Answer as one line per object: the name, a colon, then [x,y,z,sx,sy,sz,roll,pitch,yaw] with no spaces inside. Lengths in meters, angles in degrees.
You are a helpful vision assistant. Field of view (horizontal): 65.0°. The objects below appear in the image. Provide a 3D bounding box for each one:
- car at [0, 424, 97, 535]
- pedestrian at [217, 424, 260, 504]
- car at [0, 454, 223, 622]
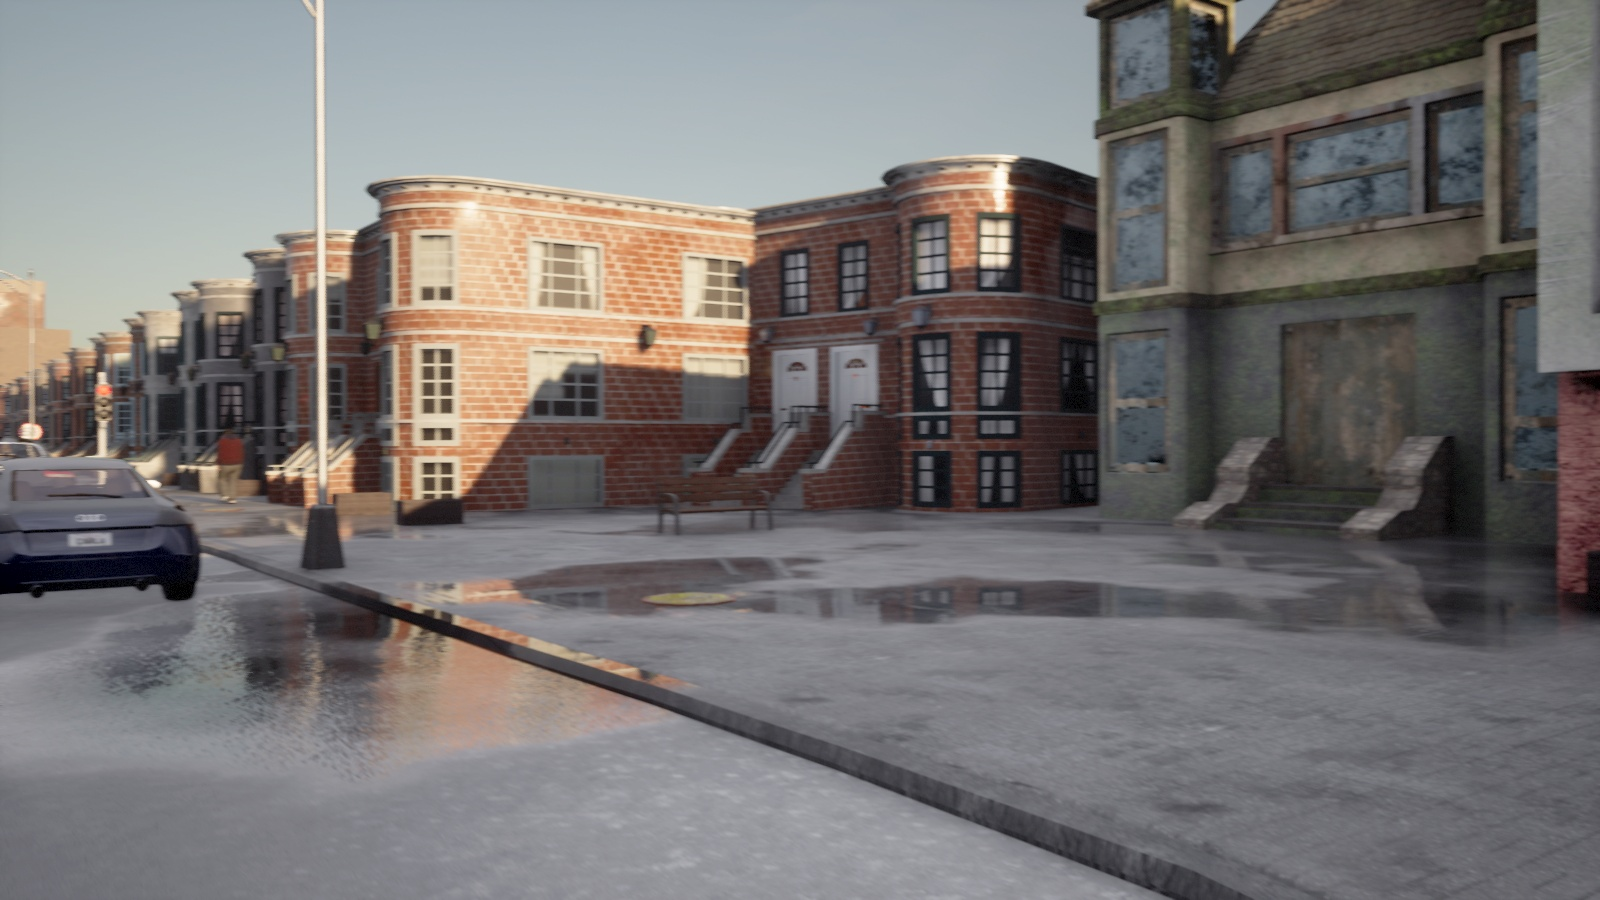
car: [-13.230,0.435,20.901,2.152,1.651,5.027,0,0,-35]
pedestrian: [-13.211,0.316,29.546,0.634,1.844,0.899,0,0,-45]
car: [-7.395,0.753,12.750,1.994,1.385,4.181,0,0,-36]
